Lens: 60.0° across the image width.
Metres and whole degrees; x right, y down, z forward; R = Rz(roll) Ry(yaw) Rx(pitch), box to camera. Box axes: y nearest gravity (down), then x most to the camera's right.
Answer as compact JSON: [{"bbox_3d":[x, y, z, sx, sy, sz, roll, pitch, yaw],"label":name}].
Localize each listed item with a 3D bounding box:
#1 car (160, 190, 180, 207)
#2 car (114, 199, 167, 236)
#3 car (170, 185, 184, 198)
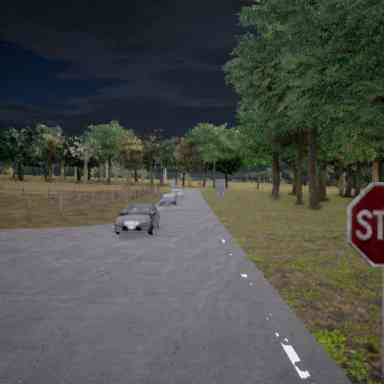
[{"bbox_3d":[-2.706,0.881,38.852,1.812,1.442,4.674,0,2,0],"label":"car"},{"bbox_3d":[-2.727,1.327,17.444,2.128,1.511,4.902,1,0,0],"label":"car"},{"bbox_3d":[-2.684,-0.146,60.211,2.150,2.045,5.566,0,2,0],"label":"car"}]
